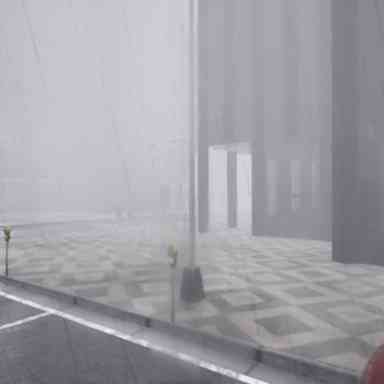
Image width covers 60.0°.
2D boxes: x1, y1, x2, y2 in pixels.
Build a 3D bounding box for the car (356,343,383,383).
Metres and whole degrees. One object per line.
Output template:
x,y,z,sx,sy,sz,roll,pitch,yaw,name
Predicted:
3.048,1.298,0.784,5.009,1.841,2.192,-1,0,36,car
